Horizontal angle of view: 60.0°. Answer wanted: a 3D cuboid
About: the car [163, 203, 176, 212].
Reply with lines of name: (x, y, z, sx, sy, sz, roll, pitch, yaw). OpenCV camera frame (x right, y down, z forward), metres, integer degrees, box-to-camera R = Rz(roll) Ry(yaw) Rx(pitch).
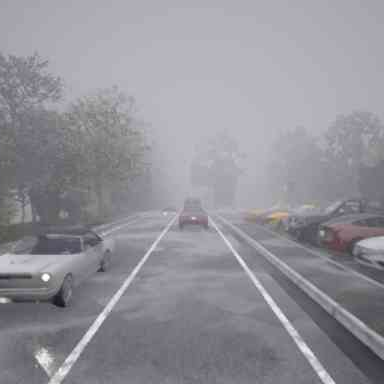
car: (-3.331, 2.359, 50.501, 1.994, 1.385, 4.181, 0, -2, 0)

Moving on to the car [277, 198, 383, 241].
car: (7.049, 1.291, 14.993, 5.566, 2.045, 2.435, 0, 0, 0)

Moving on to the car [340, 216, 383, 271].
car: (7.078, 1.559, 9.440, 4.674, 1.452, 2.002, 0, 0, 0)

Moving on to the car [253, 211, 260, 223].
car: (7.087, 1.605, 23.312, 4.892, 1.521, 2.231, 0, -1, 0)

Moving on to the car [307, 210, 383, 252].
car: (7.106, 1.560, 12.215, 4.792, 1.488, 2.163, 0, 0, 0)

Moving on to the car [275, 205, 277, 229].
car: (7.110, 1.432, 17.764, 4.553, 1.767, 2.185, 0, 0, 0)

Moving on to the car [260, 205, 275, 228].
car: (7.086, 1.577, 20.540, 5.008, 1.535, 2.097, 0, 0, 0)

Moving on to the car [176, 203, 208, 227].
car: (0.097, 1.715, 23.737, 1.994, 1.385, 4.181, 0, -1, 0)

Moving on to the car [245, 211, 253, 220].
car: (6.897, 1.637, 26.081, 5.366, 1.575, 1.946, 0, -1, 0)

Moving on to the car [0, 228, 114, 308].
car: (-3.351, 1.627, 8.116, 1.895, 1.301, 4.718, 0, 0, 0)

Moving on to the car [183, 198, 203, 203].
car: (0.092, 1.704, 40.282, 2.150, 2.045, 5.566, 0, -1, 0)
